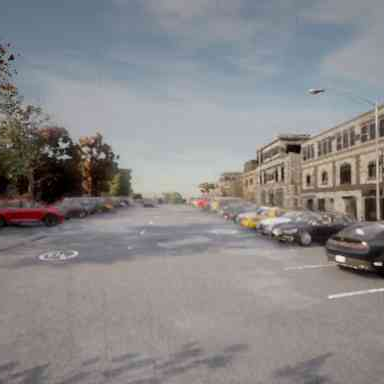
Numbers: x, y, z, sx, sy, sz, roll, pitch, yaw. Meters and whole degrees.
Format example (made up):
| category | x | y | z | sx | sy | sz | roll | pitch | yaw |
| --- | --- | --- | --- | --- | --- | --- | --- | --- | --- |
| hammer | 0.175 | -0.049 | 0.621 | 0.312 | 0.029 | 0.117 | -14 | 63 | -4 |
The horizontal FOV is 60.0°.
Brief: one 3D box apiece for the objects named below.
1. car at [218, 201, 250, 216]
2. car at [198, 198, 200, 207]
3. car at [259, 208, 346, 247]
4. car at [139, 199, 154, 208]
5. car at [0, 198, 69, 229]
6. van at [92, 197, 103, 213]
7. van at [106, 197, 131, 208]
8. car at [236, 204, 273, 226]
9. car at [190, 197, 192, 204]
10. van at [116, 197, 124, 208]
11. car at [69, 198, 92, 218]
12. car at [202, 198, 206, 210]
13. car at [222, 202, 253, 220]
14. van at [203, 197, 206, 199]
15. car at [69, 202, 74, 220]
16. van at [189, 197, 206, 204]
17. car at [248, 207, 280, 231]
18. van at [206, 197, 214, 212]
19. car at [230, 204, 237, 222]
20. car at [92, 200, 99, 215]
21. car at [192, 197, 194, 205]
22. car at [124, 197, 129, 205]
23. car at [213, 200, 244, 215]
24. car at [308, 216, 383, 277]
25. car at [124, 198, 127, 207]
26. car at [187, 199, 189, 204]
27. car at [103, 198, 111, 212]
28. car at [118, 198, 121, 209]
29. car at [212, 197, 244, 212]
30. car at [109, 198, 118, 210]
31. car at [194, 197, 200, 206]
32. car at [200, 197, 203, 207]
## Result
| category | x | y | z | sx | sy | sz | roll | pitch | yaw |
| --- | --- | --- | --- | --- | --- | --- | --- | --- | --- |
| car | 5.257 | 1.880 | 30.915 | 4.792 | 1.488 | 2.163 | 1 | 0 | -23 |
| car | 3.959 | 2.124 | 54.356 | 4.674 | 1.452 | 2.002 | 1 | -1 | -23 |
| car | 6.120 | 1.725 | 16.283 | 4.892 | 1.521 | 2.231 | 1 | 0 | -23 |
| car | -7.890 | 2.217 | 60.994 | 2.033 | 1.411 | 5.357 | 0 | -1 | -3 |
| car | -12.147 | 1.520 | 24.053 | 5.566 | 2.045 | 2.435 | -1 | -1 | -23 |
| van | -13.106 | 1.677 | 38.684 | 4.442 | 1.987 | 1.878 | -1 | 0 | -23 |
| van | -14.394 | 1.979 | 65.240 | 4.442 | 1.987 | 1.878 | 0 | -1 | -23 |
| car | 5.949 | 1.775 | 22.220 | 5.366 | 1.575 | 1.946 | 1 | -1 | -23 |
| car | 2.968 | 2.351 | 74.928 | 5.366 | 1.575 | 1.946 | 1 | -1 | -23 |
| van | -13.730 | 1.831 | 53.484 | 4.442 | 1.987 | 1.878 | 0 | -1 | -23 |
| car | -12.642 | 1.722 | 32.867 | 4.553 | 1.767 | 2.185 | -1 | 0 | -23 |
| car | 4.448 | 1.987 | 45.574 | 5.008 | 1.535 | 2.097 | 1 | -1 | -23 |
| car | 5.460 | 1.826 | 27.997 | 4.892 | 1.521 | 2.231 | 1 | 0 | -23 |
| van | 4.397 | 1.794 | 48.555 | 4.442 | 1.987 | 1.878 | 1 | -1 | -23 |
| car | -12.360 | 1.827 | 26.960 | 4.792 | 1.488 | 2.163 | -1 | 0 | -23 |
| van | 1.679 | 2.521 | 95.400 | 4.442 | 1.987 | 1.878 | 2 | -3 | -24 |
| car | 5.950 | 1.789 | 19.211 | 4.674 | 1.452 | 2.002 | 1 | 0 | -23 |
| van | 4.519 | 1.729 | 42.597 | 4.442 | 1.987 | 1.878 | 1 | 0 | -23 |
| car | 5.618 | 1.840 | 25.070 | 4.674 | 1.452 | 2.002 | 1 | 0 | -23 |
| car | -12.860 | 1.905 | 35.781 | 4.792 | 1.488 | 2.163 | -1 | 0 | -23 |
| car | 3.299 | 2.270 | 69.077 | 5.366 | 1.575 | 1.946 | 1 | -1 | -23 |
| car | -14.170 | 2.168 | 59.311 | 4.674 | 1.452 | 2.002 | 0 | -1 | -23 |
| car | 5.124 | 1.877 | 33.859 | 4.892 | 1.521 | 2.231 | 1 | 0 | -23 |
| car | 6.442 | 1.674 | 10.429 | 4.892 | 1.521 | 2.231 | 1 | -1 | -23 |
| car | -14.001 | 2.133 | 56.371 | 4.674 | 1.452 | 2.002 | 0 | -1 | -23 |
| car | 2.117 | 2.466 | 83.568 | 5.366 | 1.575 | 1.946 | 1 | -1 | -23 |
| car | -13.159 | 1.931 | 41.673 | 4.892 | 1.521 | 2.231 | -1 | 0 | -23 |
| car | -13.661 | 2.062 | 50.487 | 4.674 | 1.452 | 2.002 | 0 | 0 | -23 |
| car | 4.984 | 1.778 | 36.797 | 4.553 | 1.767 | 2.185 | 1 | 0 | -23 |
| car | -13.163 | 1.956 | 44.687 | 5.366 | 1.575 | 1.946 | -1 | -1 | -23 |
| car | 3.820 | 1.868 | 57.305 | 5.566 | 2.045 | 2.435 | 1 | -1 | -23 |
| car | 4.096 | 1.923 | 51.423 | 4.553 | 1.767 | 2.185 | 1 | -1 | -23 |
